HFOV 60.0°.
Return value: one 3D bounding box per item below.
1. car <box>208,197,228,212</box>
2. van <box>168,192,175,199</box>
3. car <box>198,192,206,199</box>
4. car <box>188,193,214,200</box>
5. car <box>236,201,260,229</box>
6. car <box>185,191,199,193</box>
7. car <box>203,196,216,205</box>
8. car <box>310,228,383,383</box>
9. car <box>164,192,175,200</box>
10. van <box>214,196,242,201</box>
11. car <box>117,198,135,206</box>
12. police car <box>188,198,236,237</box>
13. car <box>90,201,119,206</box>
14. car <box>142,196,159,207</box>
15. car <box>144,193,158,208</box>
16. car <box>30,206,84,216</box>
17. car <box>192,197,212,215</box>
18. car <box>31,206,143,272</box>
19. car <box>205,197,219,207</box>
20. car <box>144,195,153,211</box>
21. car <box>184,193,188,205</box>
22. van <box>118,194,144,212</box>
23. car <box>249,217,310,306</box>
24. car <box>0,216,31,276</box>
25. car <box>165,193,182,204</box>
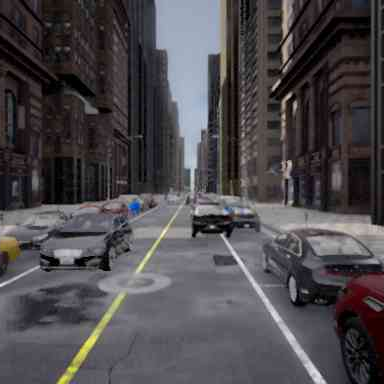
[{"bbox_3d":[2.766,1.347,35.972,1.752,1.417,4.829,0,0,0],"label":"car"},{"bbox_3d":[-5.755,0.915,91.973,1.690,1.788,3.998,0,0,0],"label":"van"},{"bbox_3d":[2.770,0.888,91.988,2.192,1.841,5.009,0,0,0],"label":"car"},{"bbox_3d":[0.902,1.215,27.282,2.097,1.767,4.553,0,0,0],"label":"car"},{"bbox_3d":[2.764,1.455,18.946,2.008,1.369,4.403,0,0,0],"label":"car"},{"bbox_3d":[0.006,1.152,67.732,1.882,1.535,5.008,0,0,0],"label":"car"},{"bbox_3d":[2.767,1.324,52.658,1.802,1.307,4.206,0,0,0],"label":"car"},{"bbox_3d":[2.763,1.303,2.089,2.192,1.841,5.009,0,0,0],"label":"car"},{"bbox_3d":[-5.756,1.203,80.737,1.802,1.307,4.206,0,0,0],"label":"car"},{"bbox_3d":[2.765,1.218,24.563,1.690,1.788,3.998,0,0,0],"label":"van"},{"bbox_3d":[-5.760,1.422,24.553,1.887,1.381,4.507,0,0,0],"label":"car"},{"bbox_3d":[0.901,1.337,17.422,1.930,1.638,5.238,0,0,0],"label":"police car"},{"bbox_3d":[-5.761,1.449,18.935,1.887,1.381,4.507,0,0,0],"label":"car"},{"bbox_3d":[-5.759,1.296,46.857,1.752,1.417,4.829,0,0,0],"label":"car"},{"bbox_3d":[-5.759,1.111,41.408,2.192,1.841,5.009,0,0,0],"label":"car"},{"bbox_3d":[-5.762,1.483,13.323,2.008,1.369,4.403,0,0,0],"label":"car"},{"bbox_3d":[0.903,1.341,33.313,1.837,1.490,4.892,0,0,0],"label":"car"},{"bbox_3d":[-3.099,1.436,10.686,2.128,1.511,4.902,0,0,0],"label":"car"},{"bbox_3d":[2.766,1.351,47.040,1.802,1.307,4.206,0,0,0],"label":"car"},{"bbox_3d":[-5.760,1.374,35.790,2.008,1.369,4.403,0,0,0],"label":"car"},{"bbox_3d":[0.004,1.272,51.722,1.812,1.442,4.674,0,0,0],"label":"car"},{"bbox_3d":[-5.760,1.191,30.171,1.690,1.788,3.998,0,0,0],"label":"van"},{"bbox_3d":[2.763,1.511,7.708,2.008,1.369,4.403,0,0,0],"label":"car"},{"bbox_3d":[-5.762,1.486,7.528,1.752,1.417,4.829,0,0,0],"label":"car"},{"bbox_3d":[-2.996,1.301,54.660,1.812,1.442,4.674,0,0,0],"label":"car"}]
